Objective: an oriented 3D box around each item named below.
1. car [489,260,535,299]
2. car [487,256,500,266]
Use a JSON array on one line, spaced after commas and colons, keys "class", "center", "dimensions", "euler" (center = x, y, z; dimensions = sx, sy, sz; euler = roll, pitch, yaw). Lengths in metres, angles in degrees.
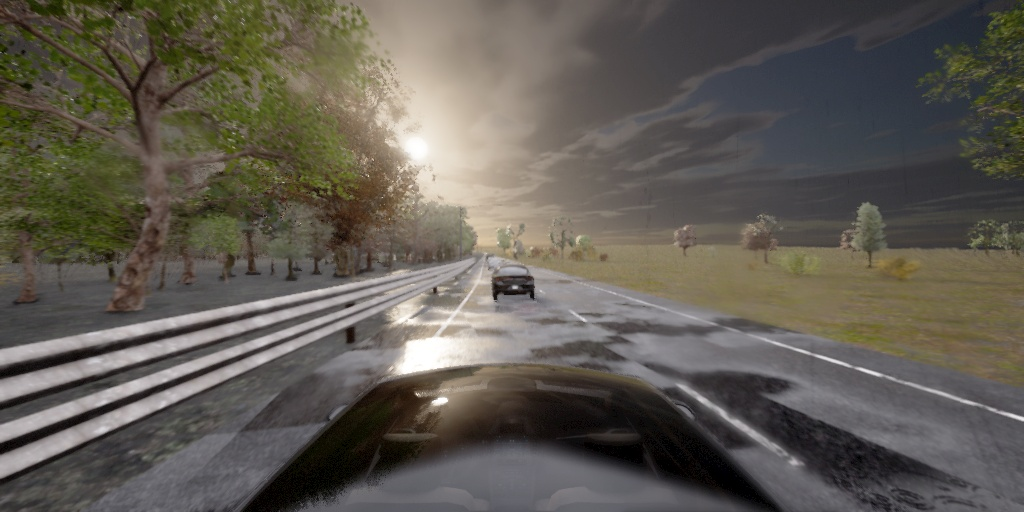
[{"class": "car", "center": [-0.043, 1.143, 17.431], "dimensions": [1.882, 1.535, 5.008], "euler": [0, 0, -4]}, {"class": "car", "center": [-2.137, 1.016, 46.667], "dimensions": [1.812, 1.442, 4.674], "euler": [0, 0, -4]}]
